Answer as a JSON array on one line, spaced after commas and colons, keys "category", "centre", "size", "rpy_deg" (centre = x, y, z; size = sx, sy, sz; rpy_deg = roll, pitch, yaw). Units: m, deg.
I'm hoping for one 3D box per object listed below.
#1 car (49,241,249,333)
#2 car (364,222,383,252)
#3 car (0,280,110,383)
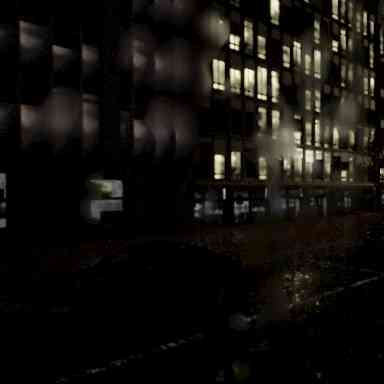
[{"category": "car", "centre": [-0.773, 1.601, 6.061], "size": [4.206, 1.307, 1.802], "rpy_deg": [0, -1, -37]}, {"category": "car", "centre": [8.338, 1.567, 12.858], "size": [4.403, 1.369, 2.008], "rpy_deg": [0, -1, -37]}, {"category": "car", "centre": [-3.096, 1.558, 0.966], "size": [5.357, 1.411, 2.033], "rpy_deg": [0, 0, -37]}]
